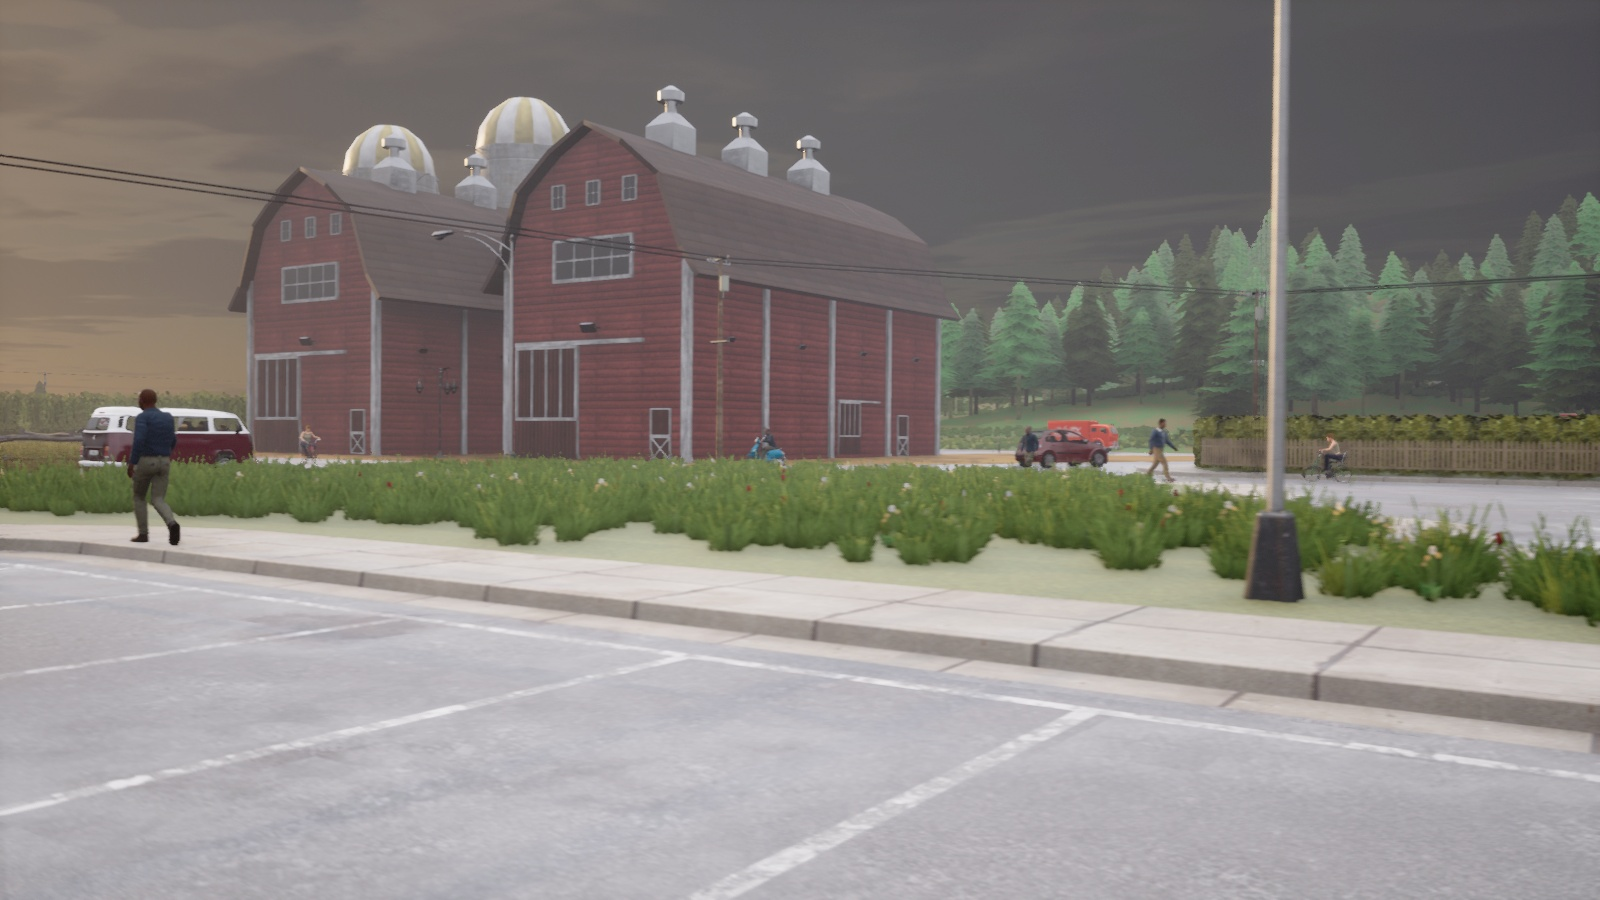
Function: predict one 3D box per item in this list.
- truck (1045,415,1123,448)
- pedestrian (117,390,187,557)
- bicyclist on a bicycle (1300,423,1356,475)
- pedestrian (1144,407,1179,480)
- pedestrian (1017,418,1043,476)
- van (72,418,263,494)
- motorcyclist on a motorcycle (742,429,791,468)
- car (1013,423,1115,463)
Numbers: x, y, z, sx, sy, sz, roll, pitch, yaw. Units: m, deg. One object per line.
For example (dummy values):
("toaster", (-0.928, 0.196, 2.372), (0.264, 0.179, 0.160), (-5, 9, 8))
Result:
("truck", (21.899, -1.420, 96.846), (5.204, 2.467, 2.627), (0, 1, 35))
("pedestrian", (-7.311, 0.260, 14.157), (0.726, 1.835, 0.370), (0, 1, 34))
("bicyclist on a bicycle", (16.979, -0.038, 40.417), (1.509, 1.612, 0.866), (0, 1, 35))
("pedestrian", (9.790, -0.166, 33.998), (0.788, 1.949, 0.423), (0, 1, 43))
("pedestrian", (7.379, -0.110, 40.303), (0.726, 1.842, 0.402), (-1, 1, -35))
("van", (-18.184, 0.124, 36.296), (2.069, 2.038, 4.480), (0, 1, 34))
("motorcyclist on a motorcycle", (-1.380, -0.069, 51.388), (1.817, 1.590, 0.866), (0, 0, -22))
("car", (11.238, -0.309, 53.447), (3.988, 1.617, 1.851), (-1, 1, -28))
